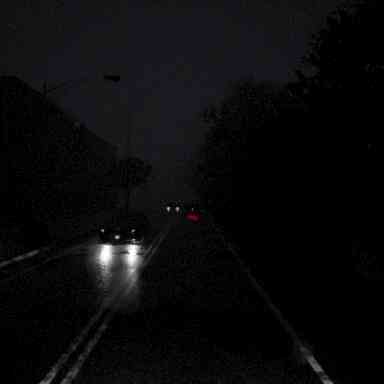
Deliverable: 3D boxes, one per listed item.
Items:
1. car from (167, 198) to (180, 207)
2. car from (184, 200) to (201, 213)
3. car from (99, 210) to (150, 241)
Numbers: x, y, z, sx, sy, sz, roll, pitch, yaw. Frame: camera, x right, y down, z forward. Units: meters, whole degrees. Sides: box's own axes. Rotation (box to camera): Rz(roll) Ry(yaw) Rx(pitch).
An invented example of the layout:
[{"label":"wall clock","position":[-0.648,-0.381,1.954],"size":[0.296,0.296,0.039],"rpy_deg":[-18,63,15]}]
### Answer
[{"label":"car","position":[-3.343,1.823,59.846],"size":[2.097,1.767,4.553],"rpy_deg":[0,-1,1]},{"label":"car","position":[0.062,1.795,40.693],"size":[1.837,1.490,4.892],"rpy_deg":[0,-1,0]},{"label":"car","position":[-3.367,1.676,17.650],"size":[2.033,1.411,5.357],"rpy_deg":[0,0,0]}]
